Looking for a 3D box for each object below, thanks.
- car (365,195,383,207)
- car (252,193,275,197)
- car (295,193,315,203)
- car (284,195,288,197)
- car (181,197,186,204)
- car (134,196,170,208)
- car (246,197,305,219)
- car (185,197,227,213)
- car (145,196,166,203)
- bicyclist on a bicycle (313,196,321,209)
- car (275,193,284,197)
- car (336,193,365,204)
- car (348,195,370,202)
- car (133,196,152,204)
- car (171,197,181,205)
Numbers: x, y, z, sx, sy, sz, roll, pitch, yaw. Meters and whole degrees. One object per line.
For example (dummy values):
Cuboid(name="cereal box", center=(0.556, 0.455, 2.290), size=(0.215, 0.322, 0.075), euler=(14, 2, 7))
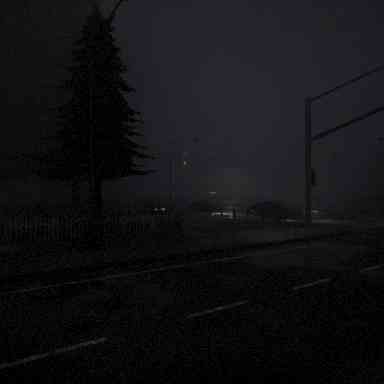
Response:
Cuboid(name="car", center=(26.516, 1.151, 44.964), size=(1.932, 1.855, 4.605), euler=(0, 0, -36))
Cuboid(name="car", center=(16.849, 1.393, 78.024), size=(1.970, 1.475, 3.806), euler=(0, 0, -36))
Cuboid(name="car", center=(20.942, 1.393, 62.385), size=(1.970, 1.475, 3.806), euler=(0, 0, -36))
Cuboid(name="car", center=(21.357, 1.150, 81.310), size=(1.932, 1.855, 4.605), euler=(0, 0, -36))
Cuboid(name="car", center=(-2.096, 1.562, 60.735), size=(1.994, 1.385, 4.181), euler=(0, 0, -35))
Cuboid(name="car", center=(-5.815, 1.545, 47.692), size=(2.033, 1.411, 5.357), euler=(0, 0, -36))
Cuboid(name="car", center=(7.318, 1.477, 29.442), size=(1.882, 1.535, 5.008), euler=(0, 0, -36))
Cuboid(name="car", center=(1.518, 1.563, 37.496), size=(1.994, 1.385, 4.181), euler=(0, 0, -36))
Cuboid(name="car", center=(-7.544, 1.546, 68.203), size=(2.033, 1.411, 5.357), euler=(0, 0, -36))
Cuboid(name="bicyclist on a bicycle", center=(15.919, 1.301, 42.284), size=(1.656, 1.620, 0.582), euler=(0, 0, -36))
Cuboid(name="car", center=(19.204, 1.361, 79.708), size=(1.784, 1.438, 3.905), euler=(0, 0, -36))
Cuboid(name="car", center=(34.634, 1.150, 72.288), size=(1.932, 1.855, 4.605), euler=(0, 0, -36))
Cuboid(name="car", center=(37.027, 1.361, 73.920), size=(1.784, 1.438, 3.905), euler=(0, 0, -36))
Cuboid(name="car", center=(-9.875, 1.563, 65.602), size=(1.994, 1.385, 4.181), euler=(0, 0, -36))
Cuboid(name="car", center=(-4.689, 1.490, 58.424), size=(2.128, 1.511, 4.902), euler=(0, 0, -36))
